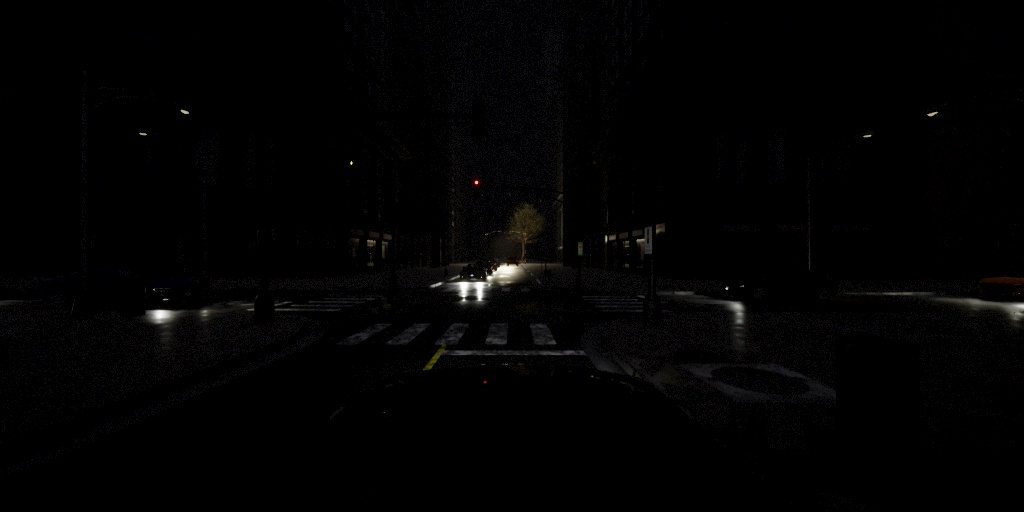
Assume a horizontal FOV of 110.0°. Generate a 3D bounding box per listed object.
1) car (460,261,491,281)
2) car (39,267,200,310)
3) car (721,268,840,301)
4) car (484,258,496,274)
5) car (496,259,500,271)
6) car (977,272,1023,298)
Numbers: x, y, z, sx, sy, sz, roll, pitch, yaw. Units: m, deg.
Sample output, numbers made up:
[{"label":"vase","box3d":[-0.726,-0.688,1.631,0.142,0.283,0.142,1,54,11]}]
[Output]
[{"label":"car","box3d":[-3.082,1.314,29.584,1.994,1.385,4.181,0,0,0]},{"label":"car","box3d":[-14.903,1.177,13.799,5.008,1.535,1.882,0,0,2]},{"label":"car","box3d":[12.595,1.297,16.984,4.892,1.490,1.837,0,0,0]},{"label":"car","box3d":[-3.077,1.232,38.654,1.882,1.535,5.008,0,0,0]},{"label":"car","box3d":[-3.060,1.116,48.300,2.097,1.767,4.553,0,0,0]},{"label":"car","box3d":[25.301,1.308,16.966,5.008,1.535,1.882,0,0,0]}]
